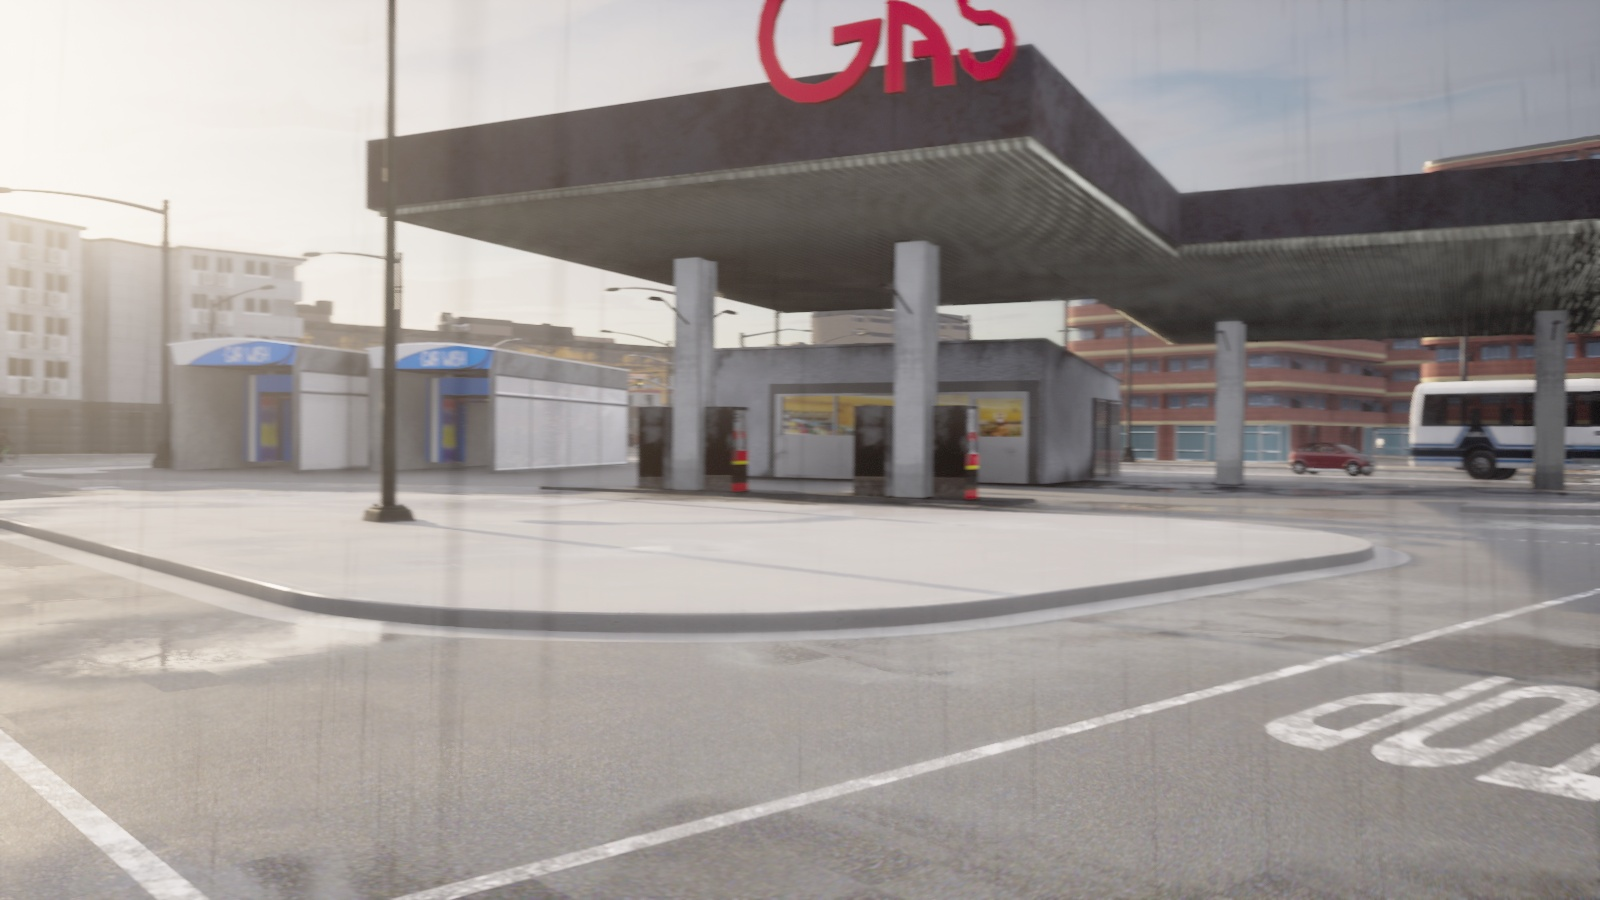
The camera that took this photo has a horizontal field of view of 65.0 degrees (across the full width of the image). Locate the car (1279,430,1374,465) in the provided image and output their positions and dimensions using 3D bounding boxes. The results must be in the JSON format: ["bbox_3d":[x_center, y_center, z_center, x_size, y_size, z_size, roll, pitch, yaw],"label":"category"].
[{"bbox_3d":[24.724,-0.113,59.079,1.789,1.549,3.705,-1,1,-45],"label":"car"}]

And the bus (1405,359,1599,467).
[{"bbox_3d":[31.326,-1.485,52.319,3.944,4.253,10.273,-1,1,-44],"label":"bus"}]
